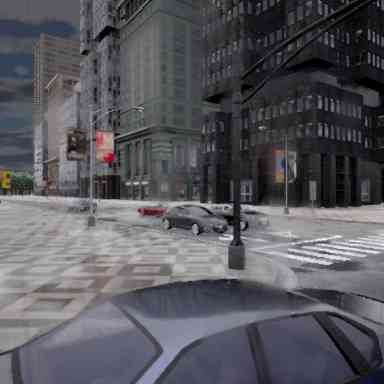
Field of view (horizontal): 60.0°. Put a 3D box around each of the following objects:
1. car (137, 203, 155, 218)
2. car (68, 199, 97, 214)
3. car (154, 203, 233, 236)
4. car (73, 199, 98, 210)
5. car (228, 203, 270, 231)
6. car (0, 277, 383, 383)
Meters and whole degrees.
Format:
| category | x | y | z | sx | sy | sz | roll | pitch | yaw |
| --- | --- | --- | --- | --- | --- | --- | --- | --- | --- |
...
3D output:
| category | x | y | z | sx | sy | sz | roll | pitch | yaw |
| --- | --- | --- | --- | --- | --- | --- | --- | --- | --- |
| car | -2.832 | 1.586 | 28.420 | 1.895 | 1.301 | 4.718 | 0 | 0 | -35 |
| car | -11.673 | 1.554 | 35.251 | 1.994 | 1.385 | 4.181 | 0 | 0 | -35 |
| car | 0.039 | 1.498 | 18.789 | 1.837 | 1.490 | 4.892 | 0 | 1 | -35 |
| car | -14.322 | 1.587 | 44.650 | 1.895 | 1.301 | 4.718 | 0 | 0 | -35 |
| car | 2.665 | 1.481 | 20.705 | 2.128 | 1.511 | 4.902 | 0 | 0 | -35 |
| car | -0.022 | 1.547 | 2.682 | 5.357 | 1.411 | 2.033 | 0 | 0 | -31 |
